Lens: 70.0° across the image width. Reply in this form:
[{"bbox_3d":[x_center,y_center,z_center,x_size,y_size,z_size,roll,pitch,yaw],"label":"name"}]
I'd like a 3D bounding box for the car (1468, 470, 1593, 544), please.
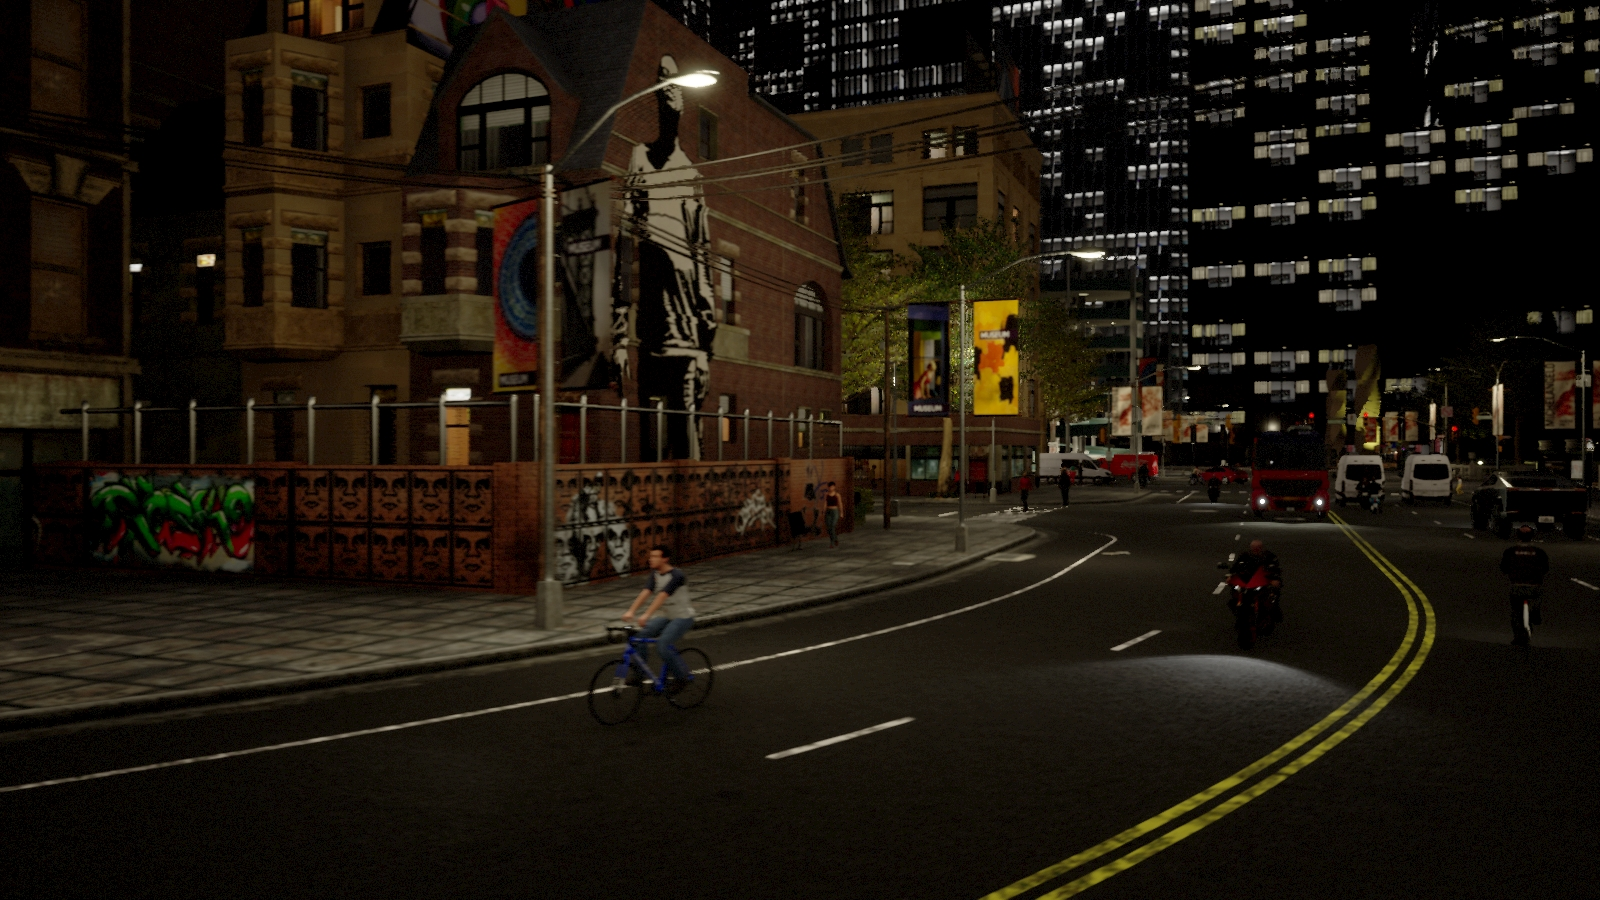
[{"bbox_3d":[23.886,1.758,37.636,2.390,2.098,6.274,0,0,22],"label":"car"}]

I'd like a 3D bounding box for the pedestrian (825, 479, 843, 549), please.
[{"bbox_3d":[0.920,1.705,30.688,0.375,1.860,0.375,0,0,22],"label":"pedestrian"}]

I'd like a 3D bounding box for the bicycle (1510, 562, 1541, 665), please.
[{"bbox_3d":[9.971,2.212,15.723,0.329,1.171,1.835,0,0,32],"label":"bicycle"}]

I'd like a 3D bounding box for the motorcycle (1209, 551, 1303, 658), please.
[{"bbox_3d":[6.709,2.208,16.747,0.867,1.251,2.209,-1,0,32],"label":"motorcycle"}]
